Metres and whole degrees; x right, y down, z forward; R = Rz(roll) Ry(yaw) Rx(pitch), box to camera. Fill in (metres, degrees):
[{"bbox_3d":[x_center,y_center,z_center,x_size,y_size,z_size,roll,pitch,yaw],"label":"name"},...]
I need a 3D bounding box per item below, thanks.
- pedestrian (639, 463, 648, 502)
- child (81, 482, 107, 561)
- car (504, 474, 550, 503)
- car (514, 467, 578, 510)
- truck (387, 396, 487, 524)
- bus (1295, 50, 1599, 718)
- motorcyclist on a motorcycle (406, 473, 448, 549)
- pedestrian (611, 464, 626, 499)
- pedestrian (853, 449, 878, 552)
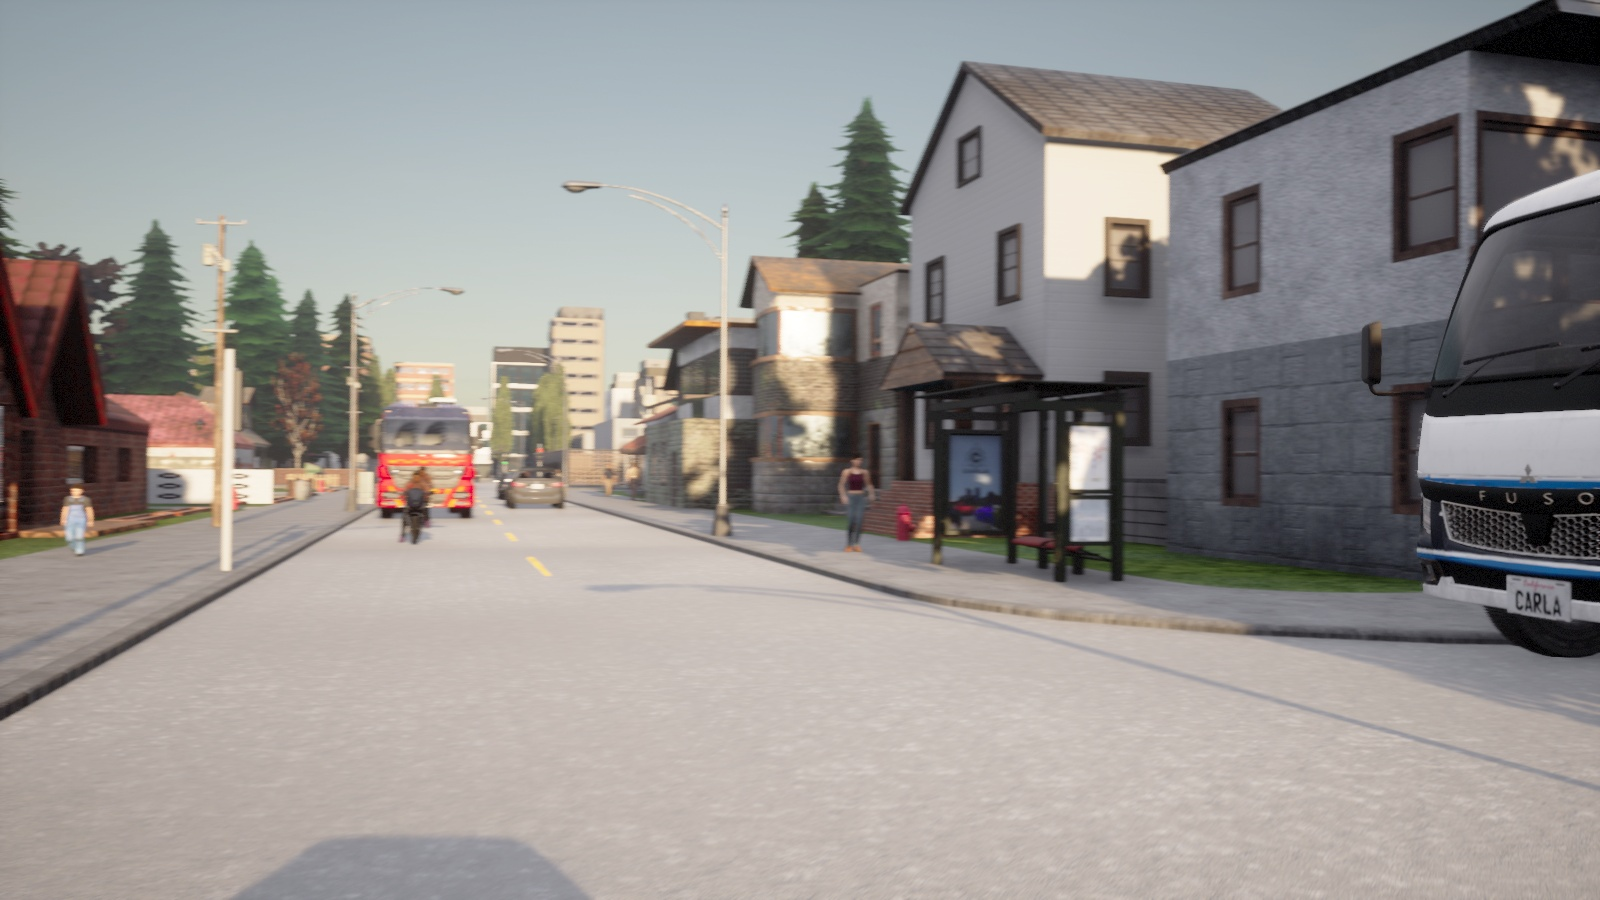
[{"bbox_3d":[-7.415,1.536,59.459,0.345,1.836,0.594,0,-1,-2],"label":"pedestrian"},{"bbox_3d":[-11.551,1.159,20.549,0.270,1.263,0.437,0,-1,-15],"label":"child"},{"bbox_3d":[-14.197,1.974,65.134,2.033,1.411,5.357,0,-1,-15],"label":"car"},{"bbox_3d":[-10.427,1.533,51.259,2.242,1.667,4.611,0,-1,-15],"label":"car"},{"bbox_3d":[-12.023,0.366,41.879,2.891,3.827,8.468,0,-1,-15],"label":"truck"},{"bbox_3d":[9.872,-0.392,10.314,10.273,4.253,3.944,0,-1,-11],"label":"bus"},{"bbox_3d":[-7.830,1.249,26.416,0.797,1.523,2.044,0,-1,-15],"label":"motorcyclist on a motorcycle"},{"bbox_3d":[-9.583,1.652,66.264,0.540,1.848,0.694,0,-1,-28],"label":"pedestrian"},{"bbox_3d":[1.179,0.909,22.701,0.345,1.836,0.594,0,-1,-9],"label":"pedestrian"}]
